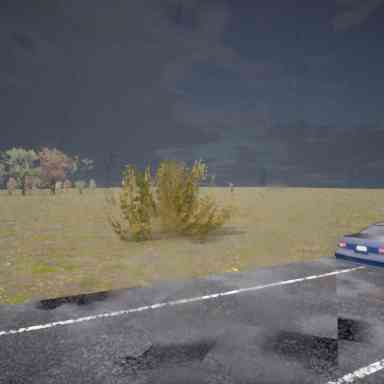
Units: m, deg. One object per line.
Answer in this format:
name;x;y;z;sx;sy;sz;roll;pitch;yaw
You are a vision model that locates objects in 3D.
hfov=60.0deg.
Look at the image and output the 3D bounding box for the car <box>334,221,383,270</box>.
car;6.709;1.549;10.116;5.357;1.411;2.033;0;0;-30
